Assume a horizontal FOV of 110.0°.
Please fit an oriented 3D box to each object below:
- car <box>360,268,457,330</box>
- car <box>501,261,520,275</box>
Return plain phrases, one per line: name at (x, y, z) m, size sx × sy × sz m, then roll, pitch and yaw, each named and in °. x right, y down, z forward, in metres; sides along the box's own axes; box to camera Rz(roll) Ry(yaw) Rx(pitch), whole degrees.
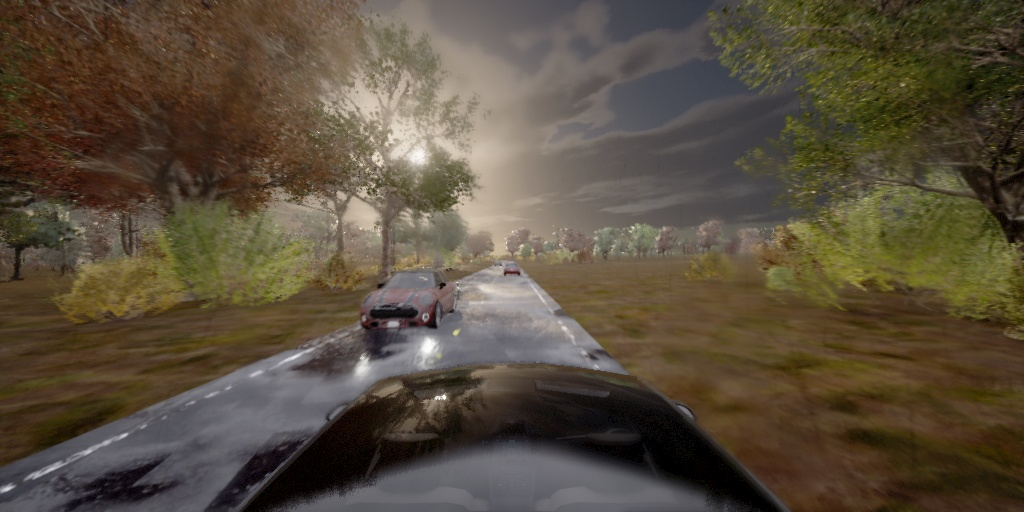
car at (-3.127, 1.211, 11.646) m, size 2.097 × 1.767 × 4.553 m, roll -1°, pitch 0°, yaw 0°
car at (-0.014, 1.588, 44.077) m, size 1.994 × 1.385 × 4.181 m, roll -1°, pitch 0°, yaw 0°
